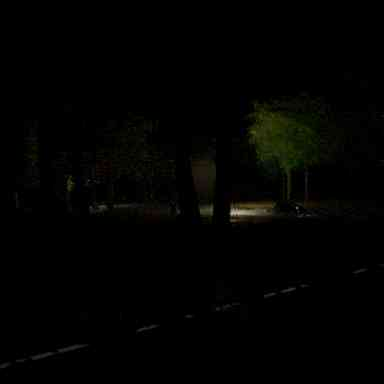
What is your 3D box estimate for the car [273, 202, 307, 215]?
[{"bbox_3d":[13.352,2.126,45.533,2.097,1.767,4.553,-4,1,-36],"label":"car"}]
